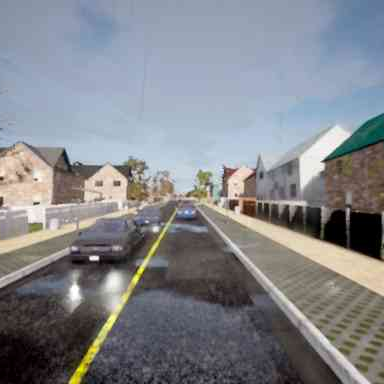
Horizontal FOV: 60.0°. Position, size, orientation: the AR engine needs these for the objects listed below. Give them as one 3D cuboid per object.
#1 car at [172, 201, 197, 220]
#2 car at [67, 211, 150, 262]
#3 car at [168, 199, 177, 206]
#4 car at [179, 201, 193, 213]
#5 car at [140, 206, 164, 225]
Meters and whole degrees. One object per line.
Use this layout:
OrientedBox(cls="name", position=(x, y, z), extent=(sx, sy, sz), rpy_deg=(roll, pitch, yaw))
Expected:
OrientedBox(cls="car", position=(-0.510, 1.826, 31.045), extent=(2.033, 1.411, 5.357), rpy_deg=(0, 0, -1))
OrientedBox(cls="car", position=(-3.063, 1.687, 12.940), extent=(2.033, 1.411, 5.357), rpy_deg=(0, 0, -1))
OrientedBox(cls="car", position=(-4.056, 2.171, 70.106), extent=(1.994, 1.385, 4.181), rpy_deg=(0, -1, -1))
OrientedBox(cls="car", position=(-0.769, 1.916, 43.357), extent=(1.812, 1.442, 4.674), rpy_deg=(0, 0, -1))
OrientedBox(cls="car", position=(-3.307, 1.812, 26.929), extent=(2.033, 1.411, 5.357), rpy_deg=(0, -1, -1))
